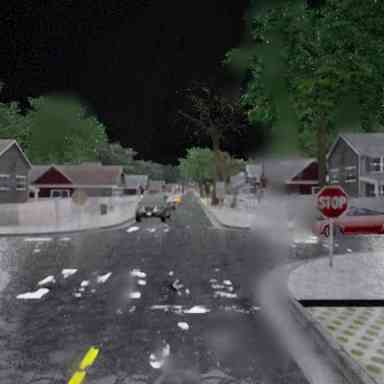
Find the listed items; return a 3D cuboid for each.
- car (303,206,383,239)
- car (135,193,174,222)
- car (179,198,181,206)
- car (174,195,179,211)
[{"bbox_3d":[7.441,1.363,15.645,4.181,1.385,1.994,-1,0,0],"label":"car"},{"bbox_3d":[-2.903,1.140,25.802,2.150,2.045,5.566,0,0,2],"label":"car"},{"bbox_3d":[-2.805,1.308,52.432,1.882,1.535,5.008,0,0,0],"label":"car"},{"bbox_3d":[-2.839,1.403,38.639,1.812,1.442,4.674,0,0,0],"label":"car"}]
